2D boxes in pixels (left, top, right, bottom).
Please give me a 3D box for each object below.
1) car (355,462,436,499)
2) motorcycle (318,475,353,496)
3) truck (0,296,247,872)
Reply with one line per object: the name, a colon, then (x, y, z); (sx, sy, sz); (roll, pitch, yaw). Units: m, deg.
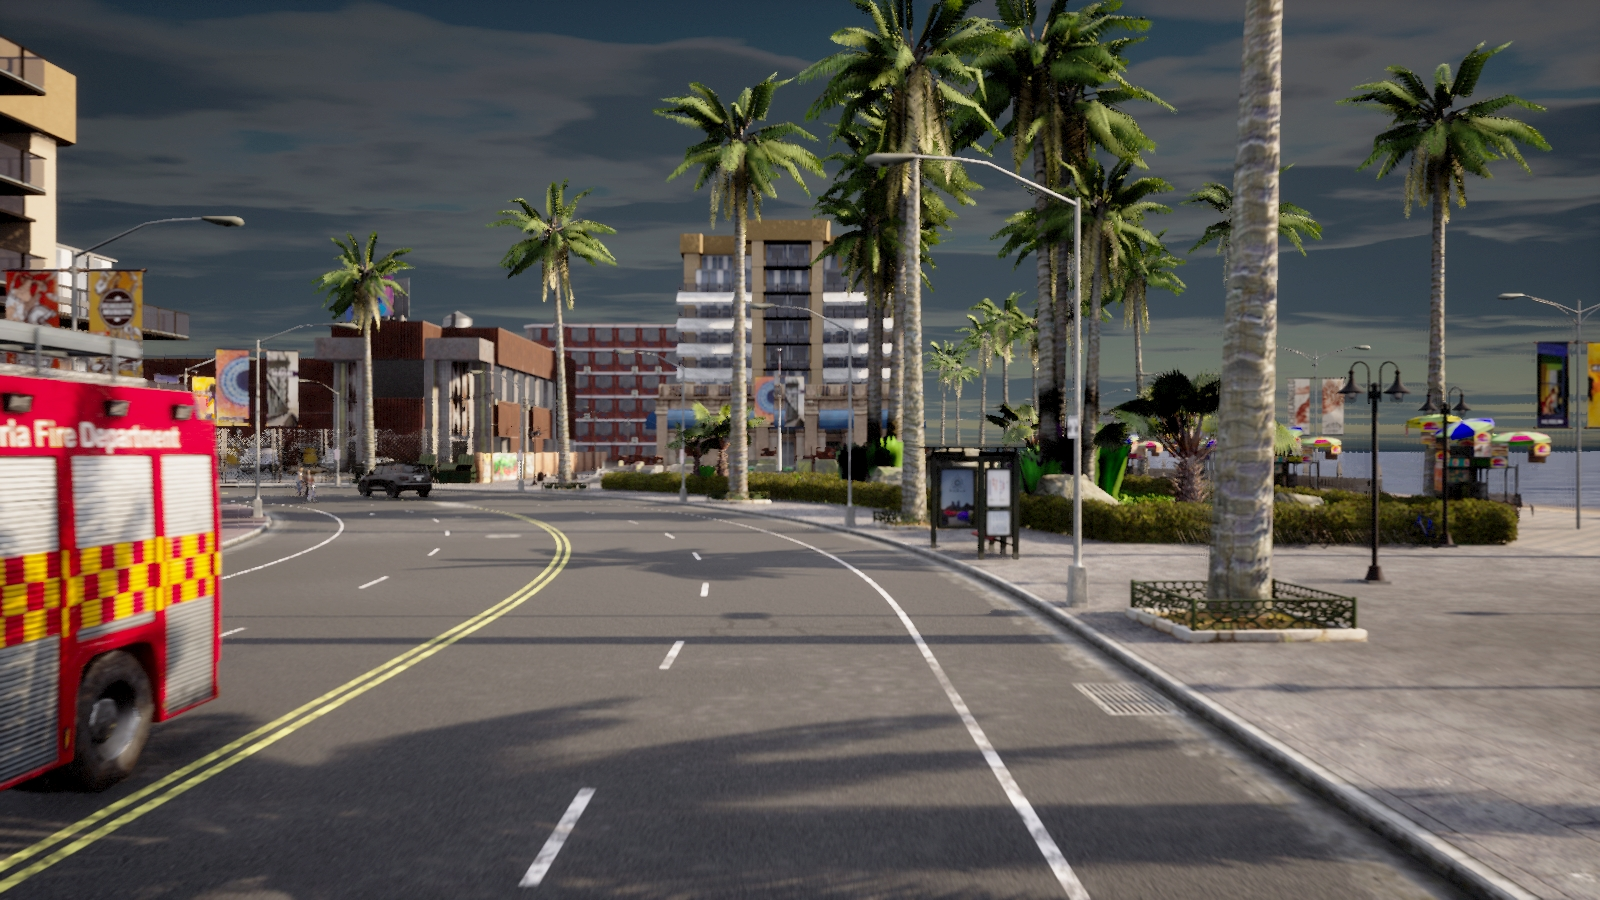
car: (-23.959, 1.780, 67.599); (5.566, 2.045, 2.150); (0, 0, 42)
motorcycle: (-28.383, 2.182, 69.798); (1.805, 1.236, 0.856); (0, 0, -1)
truck: (-6.764, 0.891, 6.794); (2.891, 3.827, 8.468); (0, 0, 0)
